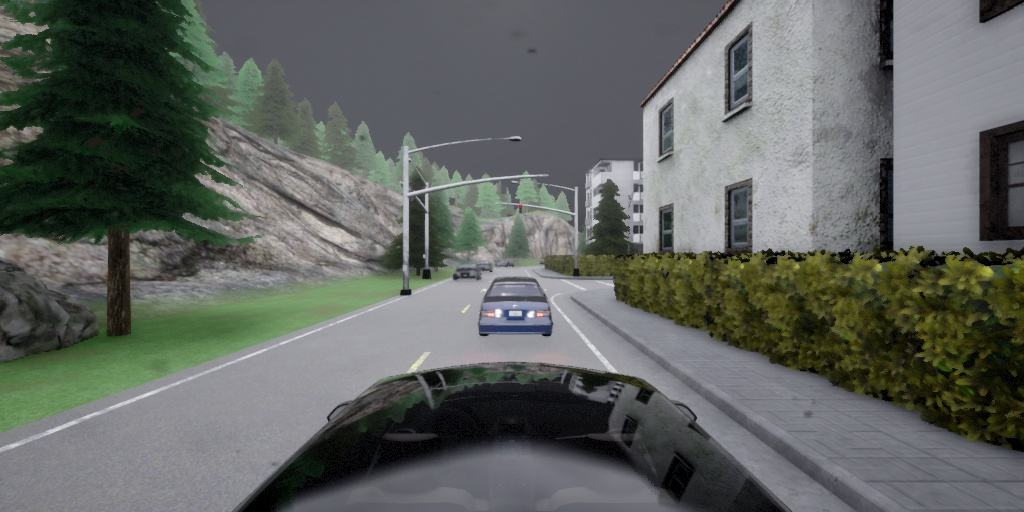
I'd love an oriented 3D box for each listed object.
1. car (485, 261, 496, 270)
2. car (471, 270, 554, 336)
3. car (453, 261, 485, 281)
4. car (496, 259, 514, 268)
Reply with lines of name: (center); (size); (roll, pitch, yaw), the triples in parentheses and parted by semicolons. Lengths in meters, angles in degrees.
car: (-3.404, 1.314, 43.202); (1.994, 1.385, 4.181); (0, 0, 2)
car: (0.088, 1.297, 10.313); (2.033, 1.411, 5.357); (0, 0, 0)
car: (-3.557, 1.314, 29.293); (1.994, 1.385, 4.181); (0, 0, 0)
car: (-1.172, 1.241, 59.217); (2.128, 1.511, 4.902); (0, 0, 22)
